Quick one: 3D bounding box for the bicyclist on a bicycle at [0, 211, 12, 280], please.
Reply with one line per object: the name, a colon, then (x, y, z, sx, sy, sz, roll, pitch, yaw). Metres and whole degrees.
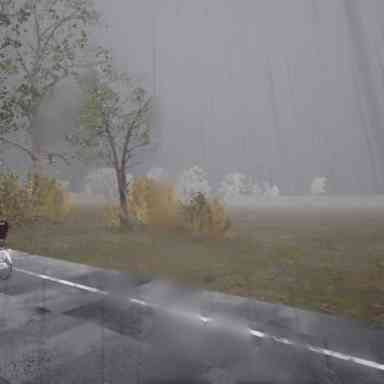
bicyclist on a bicycle: (-5.247, 1.366, 8.806, 1.843, 1.776, 0.659, 0, 0, 36)
